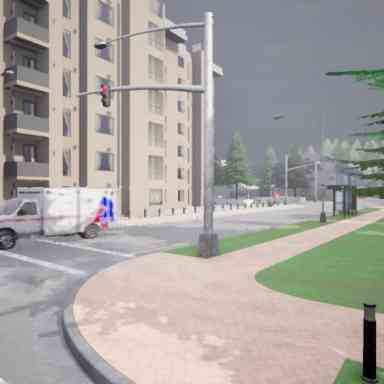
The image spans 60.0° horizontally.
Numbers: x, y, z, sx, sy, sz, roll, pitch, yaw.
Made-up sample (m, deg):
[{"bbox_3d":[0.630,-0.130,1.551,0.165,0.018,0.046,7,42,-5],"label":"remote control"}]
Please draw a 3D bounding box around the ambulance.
[{"bbox_3d":[-6.407,1.041,15.226,2.351,2.431,6.366,0,0,37],"label":"ambulance"}]
